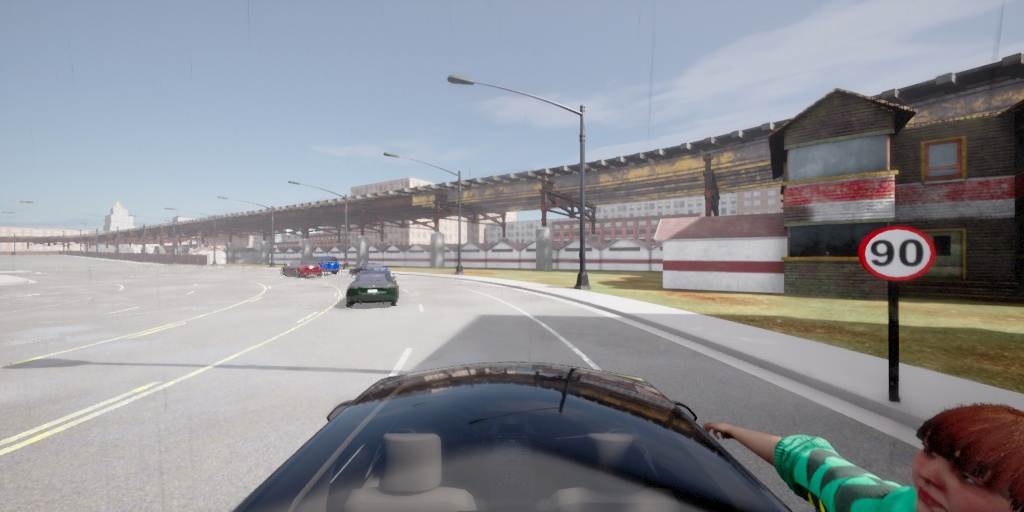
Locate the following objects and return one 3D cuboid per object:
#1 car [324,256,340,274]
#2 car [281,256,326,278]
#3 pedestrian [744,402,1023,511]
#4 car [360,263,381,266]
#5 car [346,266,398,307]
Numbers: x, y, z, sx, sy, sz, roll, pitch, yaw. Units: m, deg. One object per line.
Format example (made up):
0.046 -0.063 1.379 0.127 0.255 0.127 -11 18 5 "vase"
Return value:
-21.488 1.032 39.939 5.566 2.045 2.150 0 0 34 "car"
-20.674 1.157 35.110 4.553 1.767 2.097 0 0 36 "car"
1.060 1.128 0.595 0.375 1.860 0.375 -24 0 0 "pedestrian"
-13.321 1.342 33.427 5.357 1.411 2.033 0 0 44 "car"
-6.090 1.333 15.791 1.994 1.385 4.181 0 0 -19 "car"
